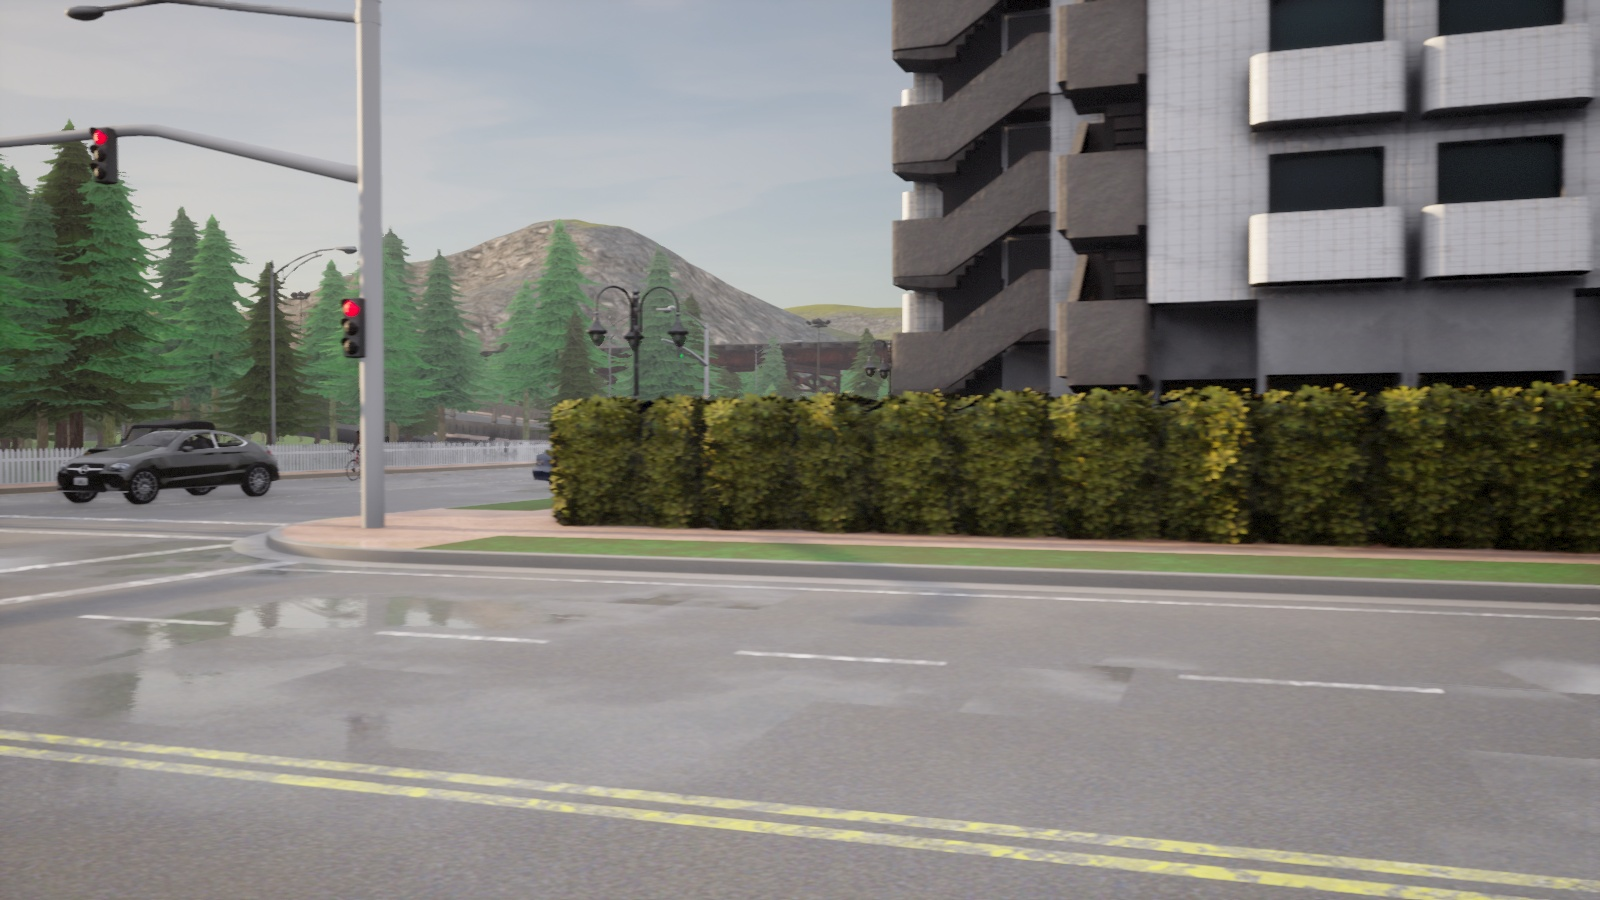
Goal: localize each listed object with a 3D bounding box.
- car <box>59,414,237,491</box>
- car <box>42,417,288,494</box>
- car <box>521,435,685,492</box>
[{"bbox_3d":[-17.102,0.026,33.135,1.905,1.878,3.866,1,1,21],"label":"car"},{"bbox_3d":[-14.741,0.075,29.532,2.152,1.651,5.027,1,1,21],"label":"car"},{"bbox_3d":[-5.289,0.298,34.588,2.033,1.411,5.357,1,1,21],"label":"car"}]
